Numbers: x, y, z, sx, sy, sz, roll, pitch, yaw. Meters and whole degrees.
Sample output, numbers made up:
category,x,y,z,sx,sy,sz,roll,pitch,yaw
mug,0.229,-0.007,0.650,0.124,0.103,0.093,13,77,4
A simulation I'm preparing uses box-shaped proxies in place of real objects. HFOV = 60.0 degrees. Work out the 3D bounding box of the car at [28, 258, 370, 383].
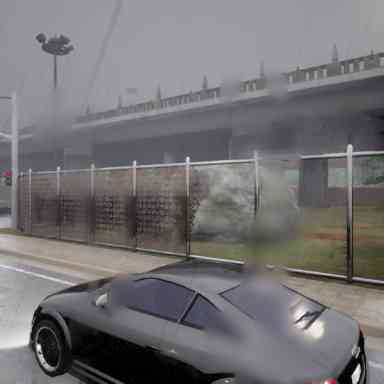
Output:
category,x,y,z,sx,sy,sz,roll,pitch,yaw
car,-0.173,1.564,4.114,4.181,1.385,1.994,0,0,36

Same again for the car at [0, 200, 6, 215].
category,x,y,z,sx,sy,sz,roll,pitch,yaw
car,-7.854,1.221,9.563,5.566,2.045,2.150,0,0,36

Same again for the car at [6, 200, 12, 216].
category,x,y,z,sx,sy,sz,roll,pitch,yaw
car,-17.880,1.560,30.908,1.837,1.490,4.892,0,0,35
